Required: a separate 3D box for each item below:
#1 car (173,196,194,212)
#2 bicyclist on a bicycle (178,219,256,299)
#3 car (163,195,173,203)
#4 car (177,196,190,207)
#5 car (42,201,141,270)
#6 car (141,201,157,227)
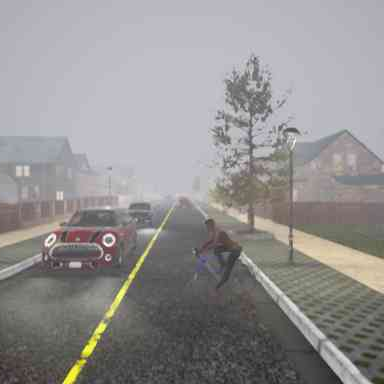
[{"bbox_3d":[-0.881,1.391,36.824,1.812,1.442,4.674,0,0,-2],"label":"car"},{"bbox_3d":[0.531,1.383,6.937,1.656,1.620,0.582,0,0,-2],"label":"bicyclist on a bicycle"},{"bbox_3d":[-4.528,1.341,64.220,1.812,1.442,4.674,0,0,-1],"label":"car"},{"bbox_3d":[-1.227,1.313,49.420,1.882,1.535,5.008,0,0,-2],"label":"car"},{"bbox_3d":[-3.109,1.306,10.943,2.097,1.767,4.553,0,0,-1],"label":"car"},{"bbox_3d":[-3.408,1.416,22.163,1.837,1.490,4.892,0,1,-1],"label":"car"}]
